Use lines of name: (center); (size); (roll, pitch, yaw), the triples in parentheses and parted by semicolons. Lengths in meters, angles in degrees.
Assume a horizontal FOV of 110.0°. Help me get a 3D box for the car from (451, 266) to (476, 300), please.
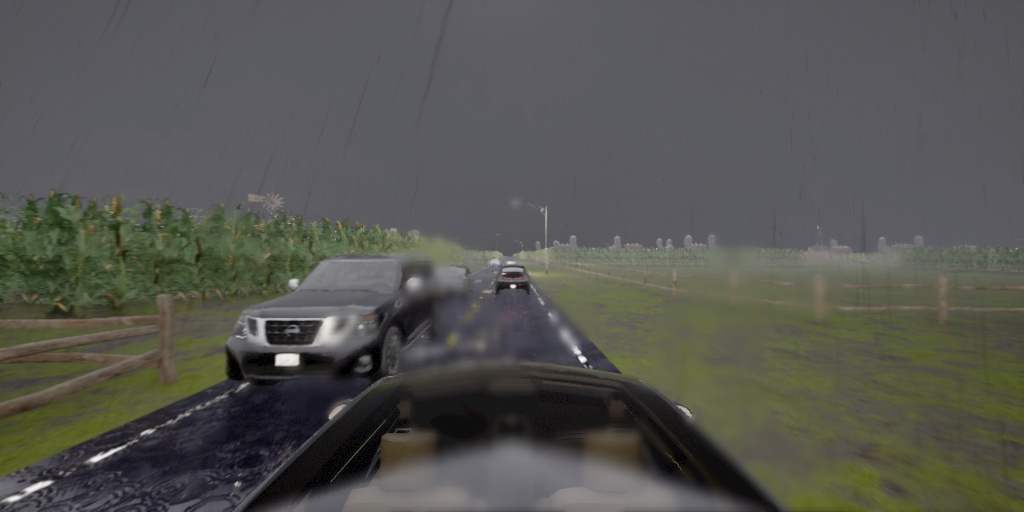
car: (-2.888, 1.258, 17.783); (1.837, 1.490, 4.892); (0, 0, 0)

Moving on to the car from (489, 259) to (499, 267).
car: (-2.985, 1.233, 63.943); (1.812, 1.442, 4.674); (0, 0, 0)

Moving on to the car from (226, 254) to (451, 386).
car: (-2.869, 0.977, 7.356); (2.150, 2.045, 5.566); (0, 0, 0)

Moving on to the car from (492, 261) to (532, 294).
car: (0.045, 1.251, 20.112); (1.837, 1.490, 4.892); (0, 0, 0)
